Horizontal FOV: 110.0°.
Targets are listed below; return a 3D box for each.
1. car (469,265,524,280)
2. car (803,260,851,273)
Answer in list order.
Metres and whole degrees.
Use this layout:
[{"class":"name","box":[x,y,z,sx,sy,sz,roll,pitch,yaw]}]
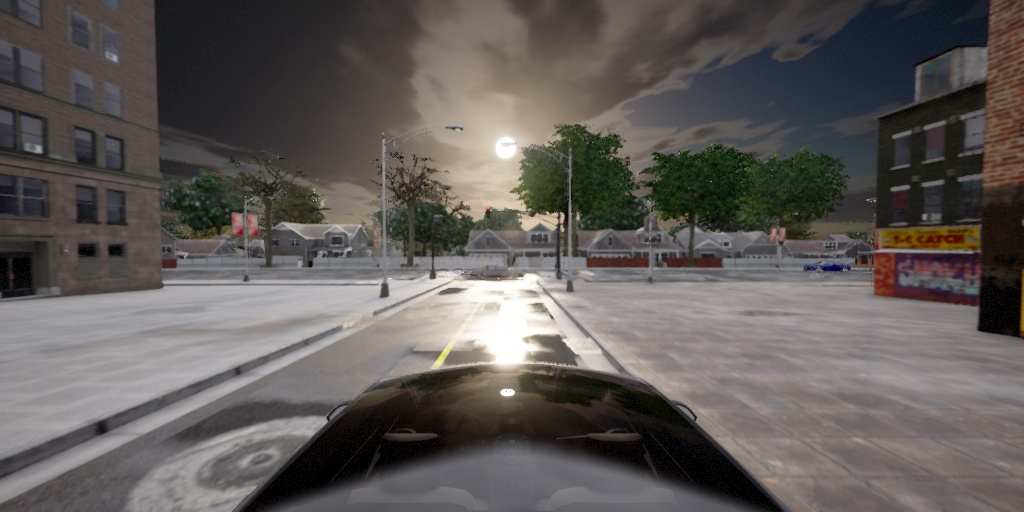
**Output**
[{"class":"car","box":[-1.463,1.549,35.175,5.357,1.411,2.033,0,1,0]},{"class":"car","box":[39.401,1.294,44.956,5.008,1.535,1.882,0,2,0]}]
